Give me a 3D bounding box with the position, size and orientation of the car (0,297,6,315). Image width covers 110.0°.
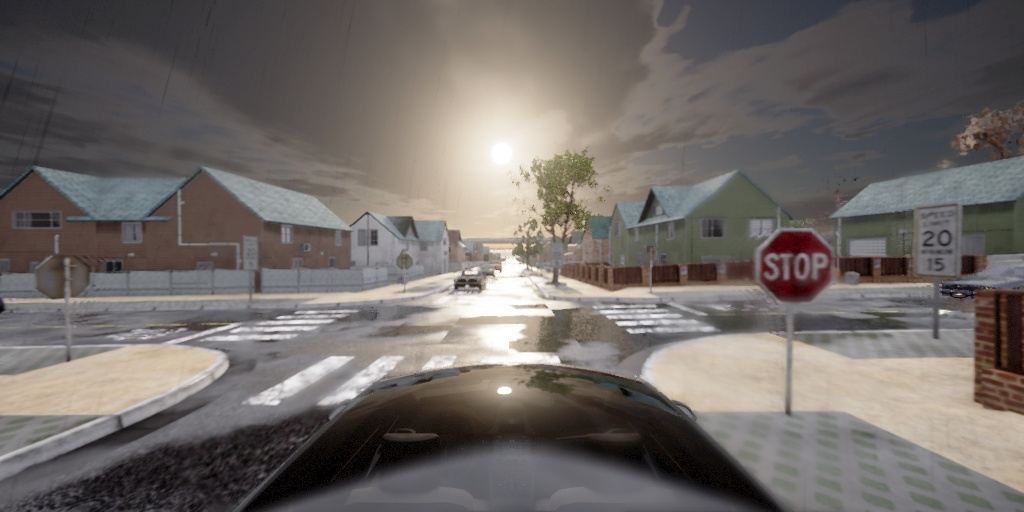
[{"bbox_3d":[-21.985,1.769,13.358,4.181,1.385,1.994,-1,1,0],"label":"car"}]

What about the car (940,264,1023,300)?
[{"bbox_3d":[19.621,1.036,13.631,5.357,1.411,2.033,-1,1,0],"label":"car"}]

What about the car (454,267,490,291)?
[{"bbox_3d":[-2.861,1.643,25.095,1.895,1.301,4.718,0,-1,0],"label":"car"}]

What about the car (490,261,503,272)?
[{"bbox_3d":[-2.780,1.777,60.027,2.150,2.045,5.566,0,-1,0],"label":"car"}]

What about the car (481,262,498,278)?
[{"bbox_3d":[-2.865,1.746,41.053,1.837,1.490,4.892,0,-1,0],"label":"car"}]
